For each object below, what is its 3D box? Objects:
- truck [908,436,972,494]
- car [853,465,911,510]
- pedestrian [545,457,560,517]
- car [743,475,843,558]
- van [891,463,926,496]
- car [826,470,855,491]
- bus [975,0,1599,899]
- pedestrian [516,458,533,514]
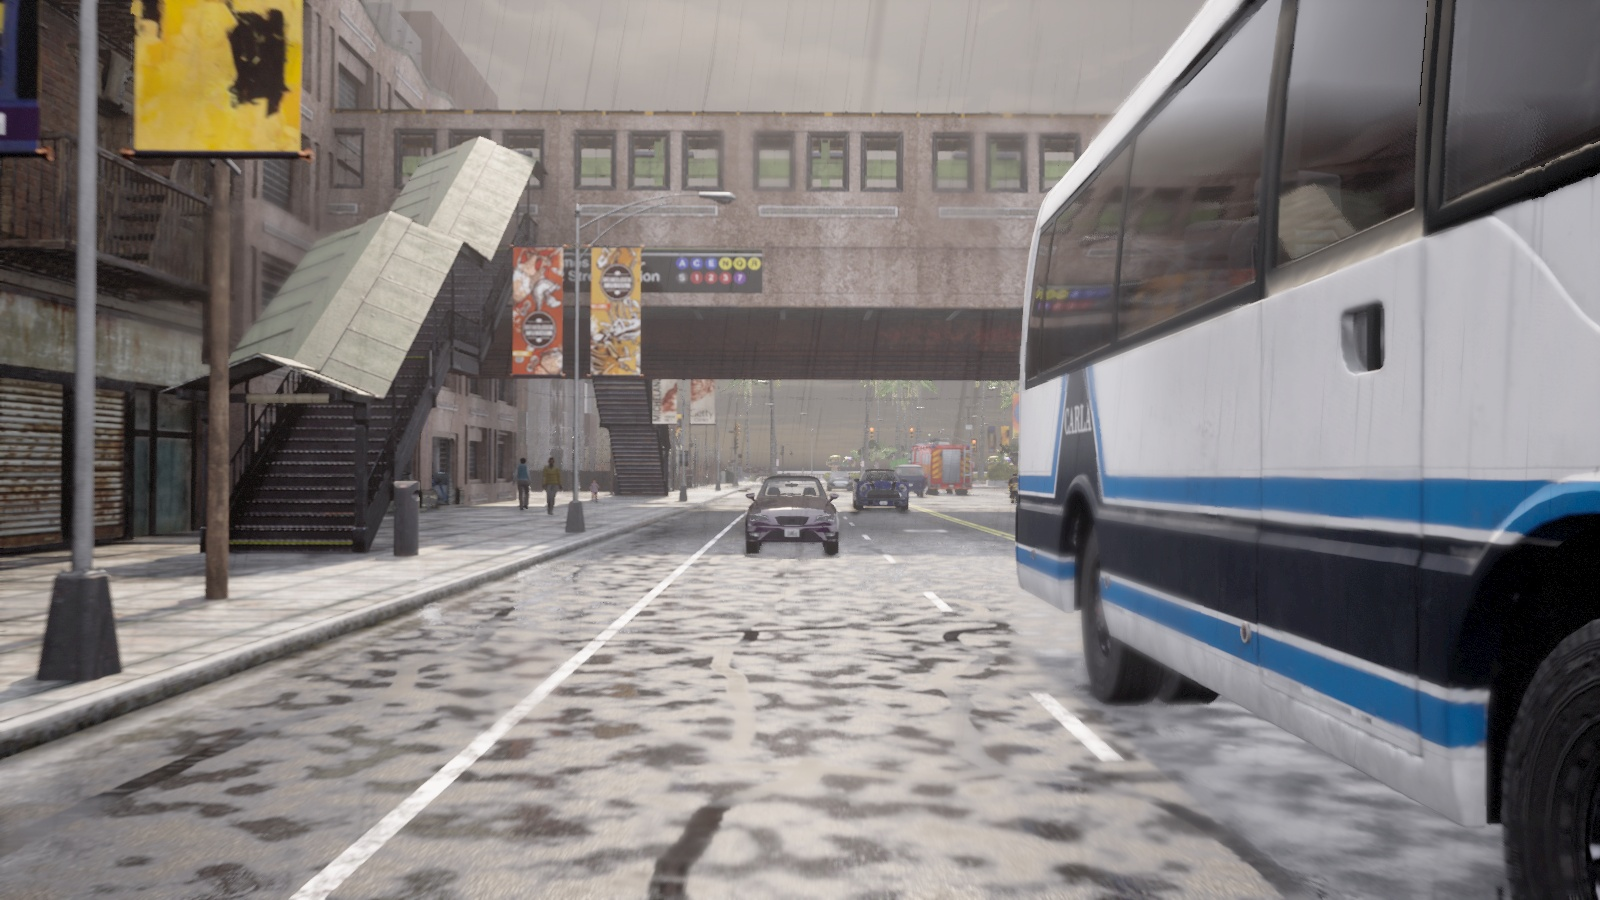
[{"bbox_3d":[9.713,1.080,87.916,2.891,3.827,8.468,0,-1,-5],"label":"truck"},{"bbox_3d":[3.327,1.525,51.803,2.097,1.767,4.553,0,-1,0],"label":"car"},{"bbox_3d":[-7.745,1.158,39.293,0.431,1.840,0.709,0,-1,-11],"label":"pedestrian"},{"bbox_3d":[-0.138,1.244,24.852,1.816,1.474,4.193,0,-1,0],"label":"car"},{"bbox_3d":[6.709,1.841,78.020,1.775,1.987,4.442,0,-1,0],"label":"van"},{"bbox_3d":[3.139,2.370,98.031,2.033,1.649,4.856,0,-1,0],"label":"car"},{"bbox_3d":[3.480,-0.477,5.893,3.944,4.253,10.273,0,-1,1],"label":"bus"},{"bbox_3d":[-9.572,1.239,43.665,0.396,1.930,0.692,0,-1,3],"label":"pedestrian"}]
